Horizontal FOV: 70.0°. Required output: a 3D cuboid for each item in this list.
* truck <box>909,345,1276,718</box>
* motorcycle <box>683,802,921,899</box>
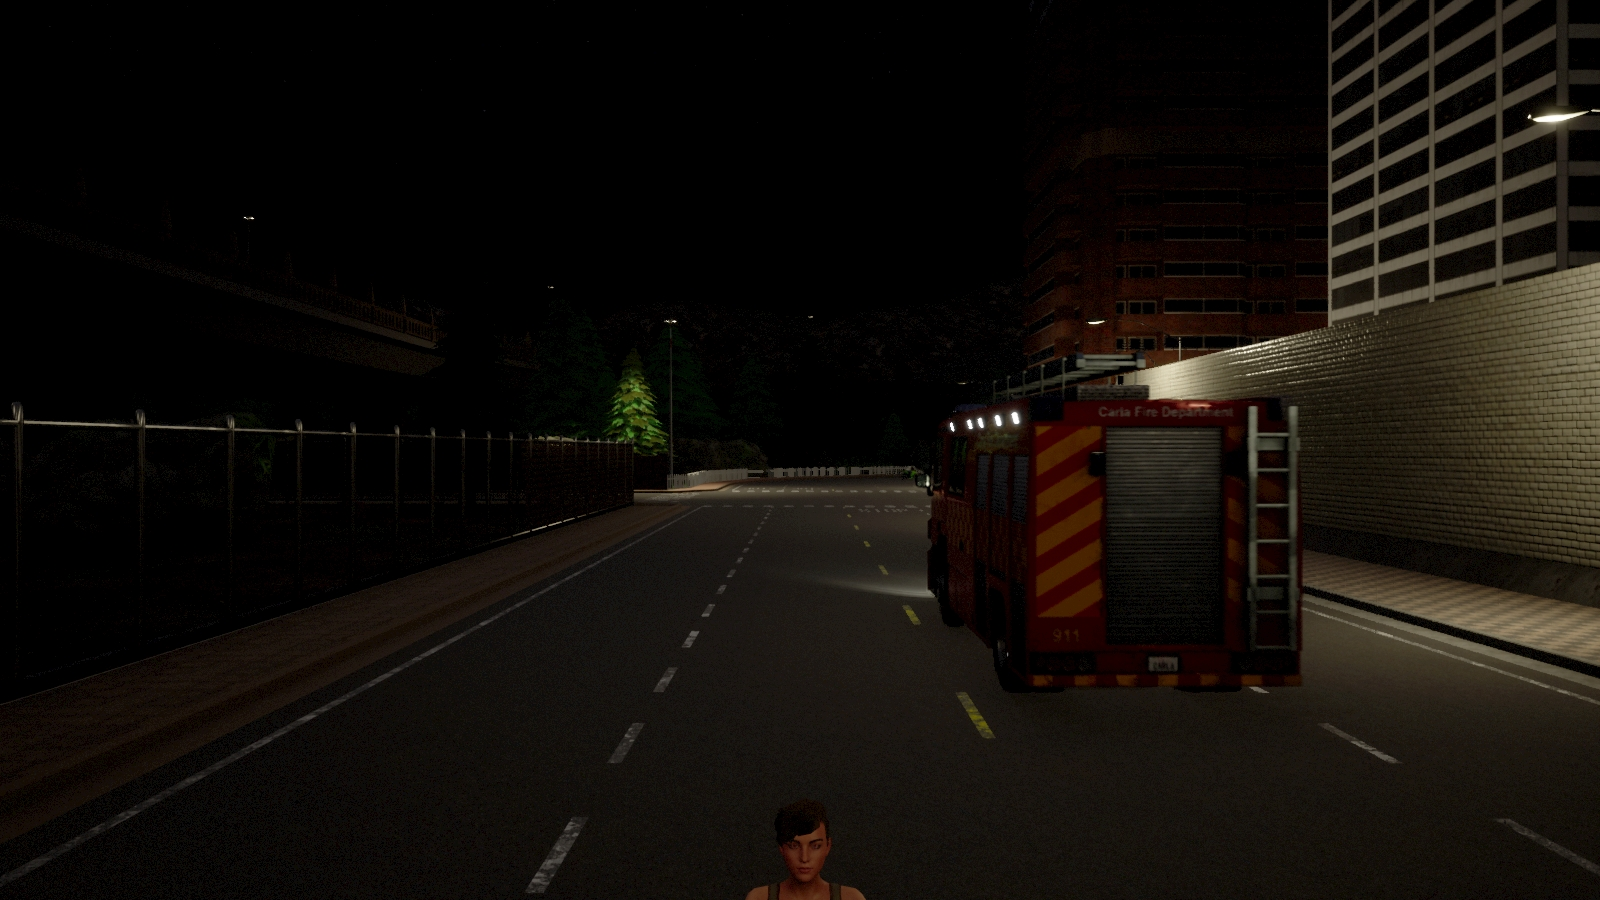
[{"bbox_3d":[3.415,0.835,15.979,2.891,3.827,8.468,0,0,-1],"label":"truck"},{"bbox_3d":[0.006,2.099,3.507,0.764,1.307,2.356,0,0,0],"label":"motorcycle"}]
